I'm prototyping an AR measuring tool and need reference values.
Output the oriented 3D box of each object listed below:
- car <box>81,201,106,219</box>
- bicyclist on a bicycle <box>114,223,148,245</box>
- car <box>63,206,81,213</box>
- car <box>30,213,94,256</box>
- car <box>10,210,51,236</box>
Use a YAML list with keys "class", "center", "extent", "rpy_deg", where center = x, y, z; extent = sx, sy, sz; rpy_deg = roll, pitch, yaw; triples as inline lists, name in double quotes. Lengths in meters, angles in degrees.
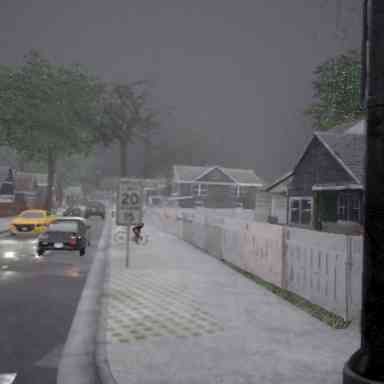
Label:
- class: "car"
  center: [-11.642, 2.171, 40.103]
  extent: [2.150, 2.045, 5.566]
  rpy_deg: [2, -2, -13]
- class: "bicyclist on a bicycle"
  center: [-2.960, 1.814, 16.360]
  extent: [1.656, 1.620, 0.582]
  rpy_deg: [2, -2, -13]
- class: "car"
  center: [-14.946, 2.455, 41.763]
  extent: [1.994, 1.385, 4.181]
  rpy_deg: [2, -2, -13]
- class: "car"
  center: [-5.604, 1.909, 14.904]
  extent: [1.812, 1.442, 4.674]
  rpy_deg: [2, -2, -13]
- class: "car"
  center: [-10.242, 1.915, 21.669]
  extent: [1.882, 1.535, 5.008]
  rpy_deg: [2, -2, -13]
